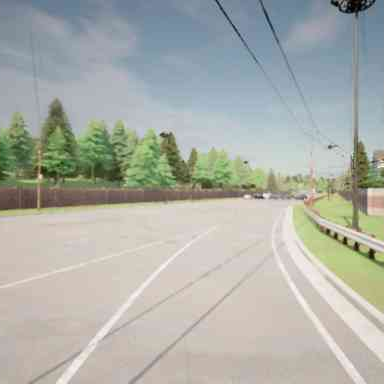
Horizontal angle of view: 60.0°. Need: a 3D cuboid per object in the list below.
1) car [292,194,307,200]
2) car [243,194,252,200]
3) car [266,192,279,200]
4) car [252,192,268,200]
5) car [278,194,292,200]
[{"bbox_3d":[28.518,1.484,88.161,2.033,1.411,5.357,0,0,23],"label":"car"},{"bbox_3d":[15.837,1.409,94.108,1.812,1.442,4.674,0,0,23],"label":"car"},{"bbox_3d":[22.260,1.439,91.326,1.812,1.442,4.674,0,0,23],"label":"car"},{"bbox_3d":[18.883,1.377,92.335,1.882,1.535,5.008,0,0,23],"label":"car"},{"bbox_3d":[25.306,1.454,89.552,2.128,1.511,4.902,0,0,23],"label":"car"}]
